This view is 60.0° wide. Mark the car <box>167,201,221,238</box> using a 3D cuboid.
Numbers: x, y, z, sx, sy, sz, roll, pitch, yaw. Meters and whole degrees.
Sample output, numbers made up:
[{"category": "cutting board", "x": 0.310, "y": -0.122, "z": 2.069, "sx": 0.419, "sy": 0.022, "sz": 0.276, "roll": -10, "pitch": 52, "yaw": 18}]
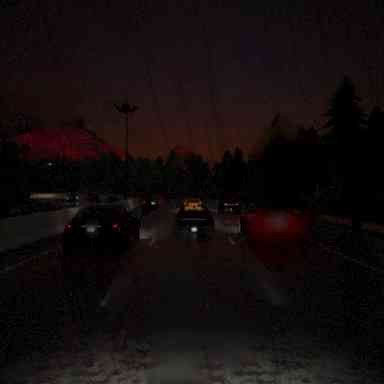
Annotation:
[{"category": "car", "x": 0.101, "y": 1.418, "z": 17.014, "sx": 2.128, "sy": 1.511, "sz": 4.902, "roll": 0, "pitch": 0, "yaw": 0}]

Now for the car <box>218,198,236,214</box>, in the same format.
[{"category": "car", "x": 3.566, "y": 1.350, "z": 32.645, "sx": 2.128, "sy": 1.511, "sz": 4.902, "roll": 0, "pitch": 0, "yaw": -1}]

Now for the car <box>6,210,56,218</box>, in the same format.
[{"category": "car", "x": -10.611, "y": 1.464, "z": 22.928, "sx": 1.994, "sy": 1.385, "sz": 4.181, "roll": 0, "pitch": 0, "yaw": 0}]

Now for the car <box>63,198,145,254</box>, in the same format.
[{"category": "car", "x": -3.406, "y": 1.294, "z": 13.405, "sx": 2.097, "sy": 1.767, "sz": 4.553, "roll": 0, "pitch": 0, "yaw": 0}]

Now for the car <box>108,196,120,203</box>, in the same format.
[{"category": "car", "x": -14.318, "y": 1.337, "z": 60.803, "sx": 1.895, "sy": 1.301, "sz": 4.718, "roll": 0, "pitch": 0, "yaw": -16}]

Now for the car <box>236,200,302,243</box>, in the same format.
[{"category": "car", "x": 3.599, "y": 1.283, "z": 15.884, "sx": 2.097, "sy": 1.767, "sz": 4.553, "roll": 0, "pitch": 0, "yaw": 0}]

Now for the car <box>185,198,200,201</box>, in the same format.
[{"category": "car", "x": 0.041, "y": 1.329, "z": 34.205, "sx": 1.882, "sy": 1.535, "sz": 5.008, "roll": 0, "pitch": 0, "yaw": -1}]

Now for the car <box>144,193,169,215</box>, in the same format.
[{"category": "car", "x": -3.418, "y": 1.084, "z": 31.783, "sx": 2.150, "sy": 2.045, "sz": 5.566, "roll": 0, "pitch": 0, "yaw": -1}]
